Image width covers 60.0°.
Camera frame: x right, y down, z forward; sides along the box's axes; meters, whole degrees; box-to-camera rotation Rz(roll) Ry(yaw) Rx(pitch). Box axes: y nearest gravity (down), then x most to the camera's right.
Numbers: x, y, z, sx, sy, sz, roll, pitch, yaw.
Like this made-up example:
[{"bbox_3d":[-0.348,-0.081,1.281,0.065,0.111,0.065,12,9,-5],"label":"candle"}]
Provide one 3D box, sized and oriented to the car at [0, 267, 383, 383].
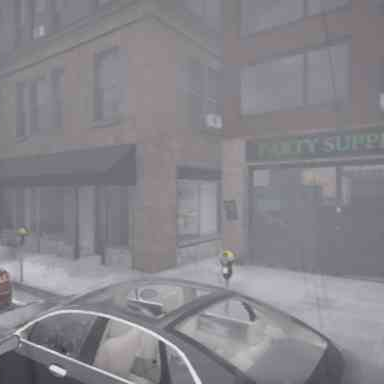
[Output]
[{"bbox_3d":[-0.555,1.562,3.201,4.403,1.369,2.008,0,0,35],"label":"car"}]
